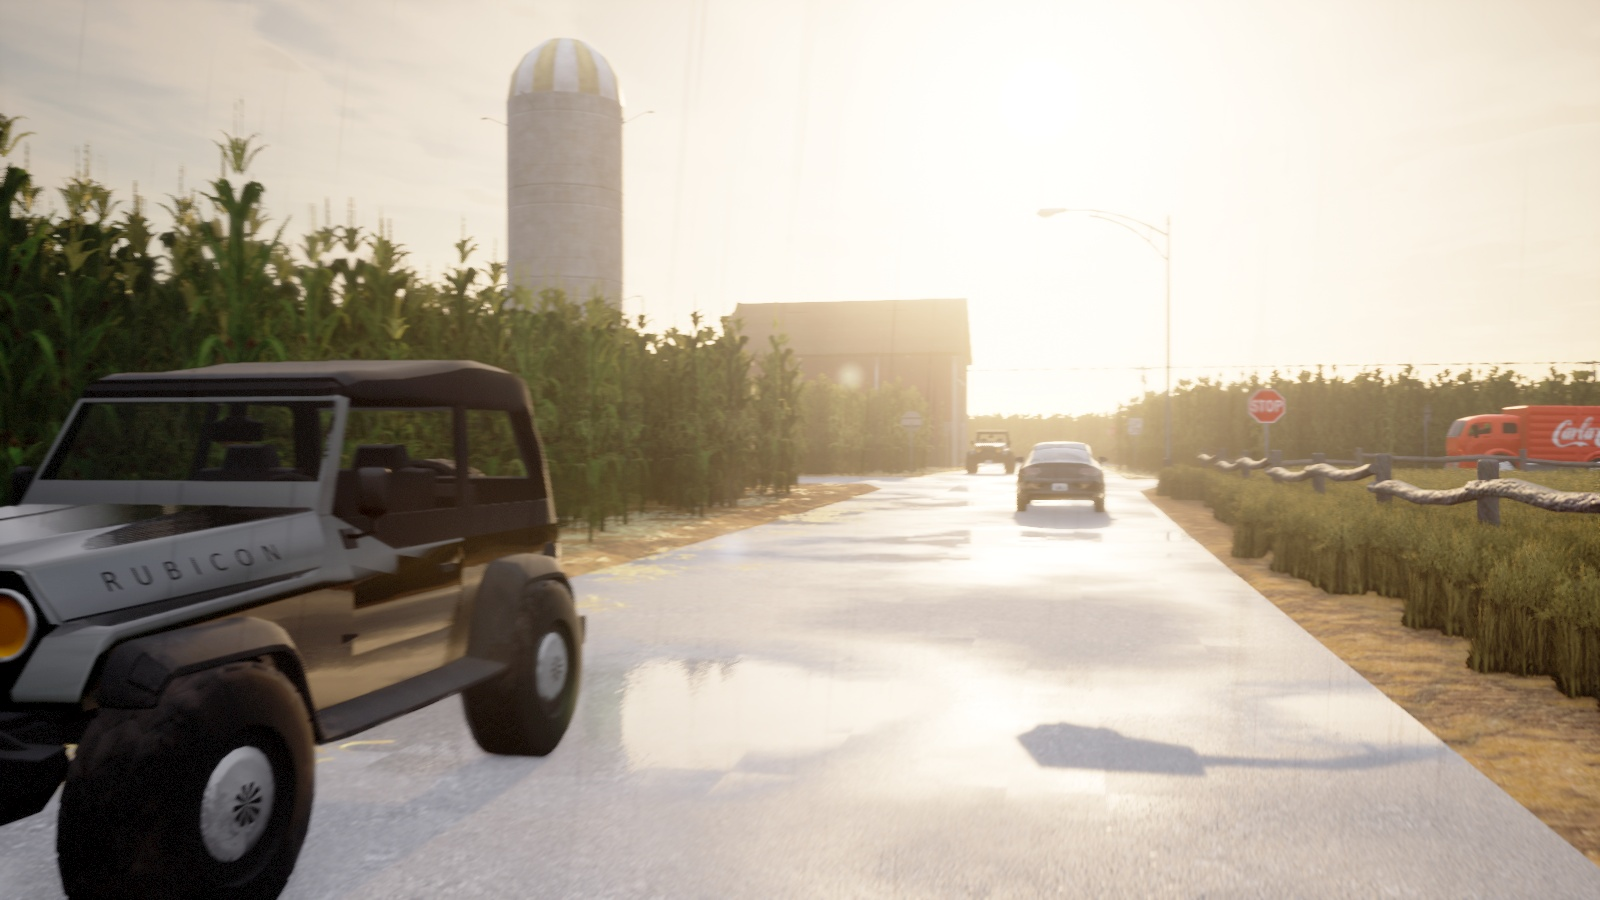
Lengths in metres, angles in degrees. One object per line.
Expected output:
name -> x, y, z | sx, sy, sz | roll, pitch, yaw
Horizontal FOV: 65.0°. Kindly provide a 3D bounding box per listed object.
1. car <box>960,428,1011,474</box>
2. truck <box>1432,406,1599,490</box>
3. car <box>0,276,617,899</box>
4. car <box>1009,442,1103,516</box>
car -> 7.839, 0.052, 52.787 | 1.905, 1.878, 3.866 | 0, 0, 12
truck -> 22.512, -0.077, 38.355 | 5.204, 2.467, 2.627 | 1, 0, 12
car -> -2.321, 0.509, 5.096 | 1.905, 1.878, 3.866 | 0, 0, 12
car -> 5.556, 0.555, 27.191 | 1.812, 1.442, 4.674 | 0, 1, 12
